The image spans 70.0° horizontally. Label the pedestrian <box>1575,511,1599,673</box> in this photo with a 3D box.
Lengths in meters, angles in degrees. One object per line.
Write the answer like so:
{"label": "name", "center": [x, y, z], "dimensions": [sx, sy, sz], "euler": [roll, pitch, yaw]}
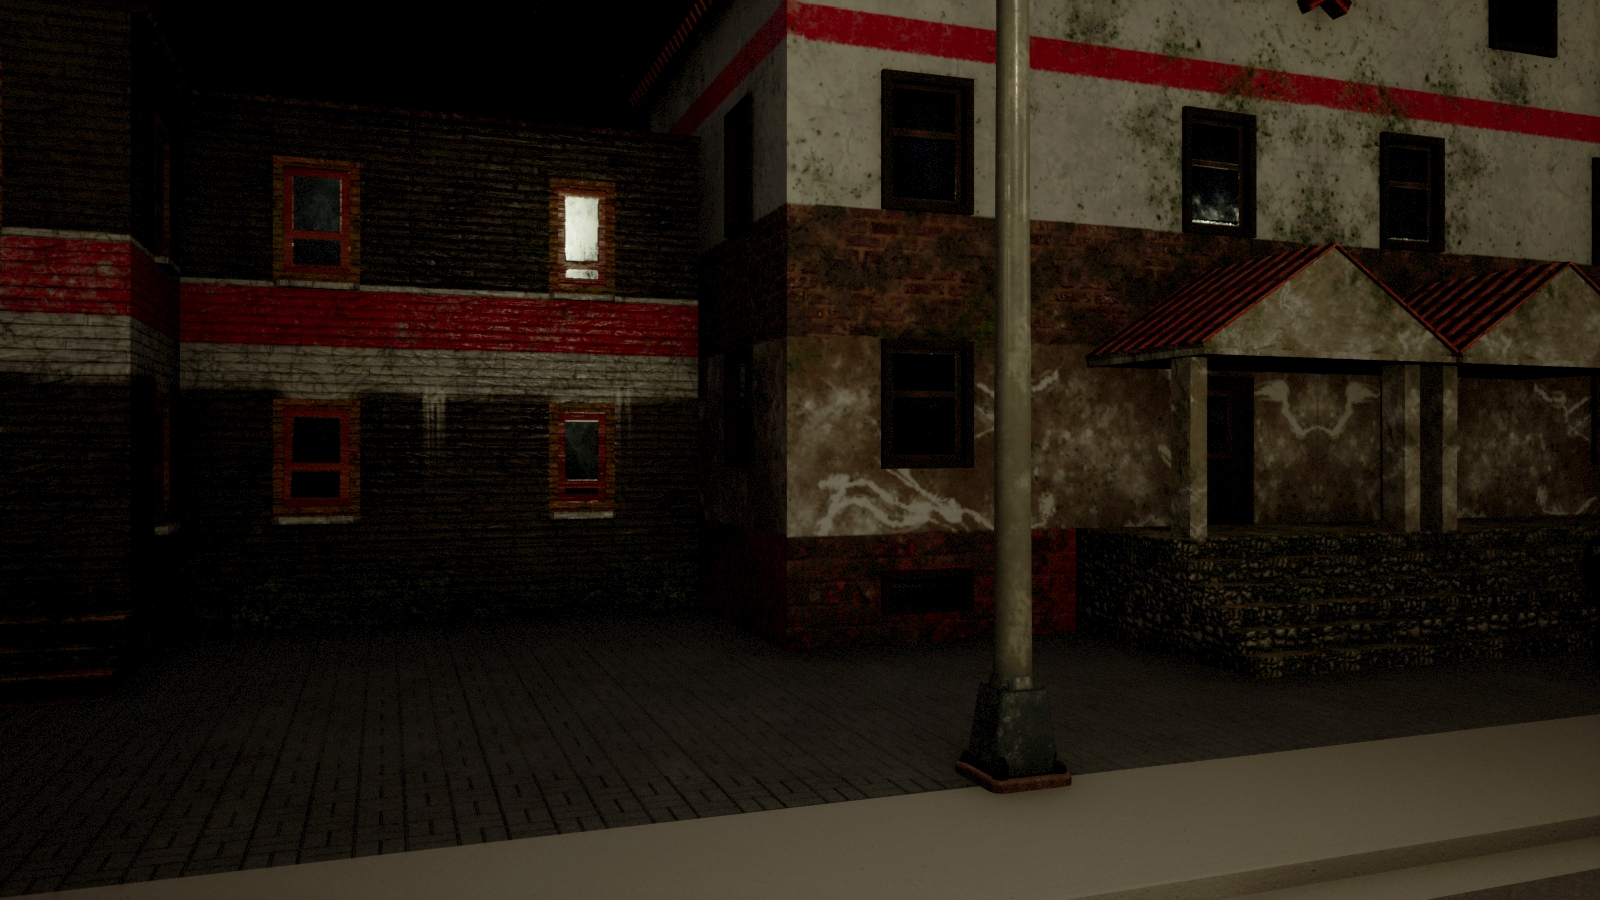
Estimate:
{"label": "pedestrian", "center": [9.475, 1.669, 13.503], "dimensions": [0.375, 1.860, 0.375], "euler": [0, 0, -19]}
